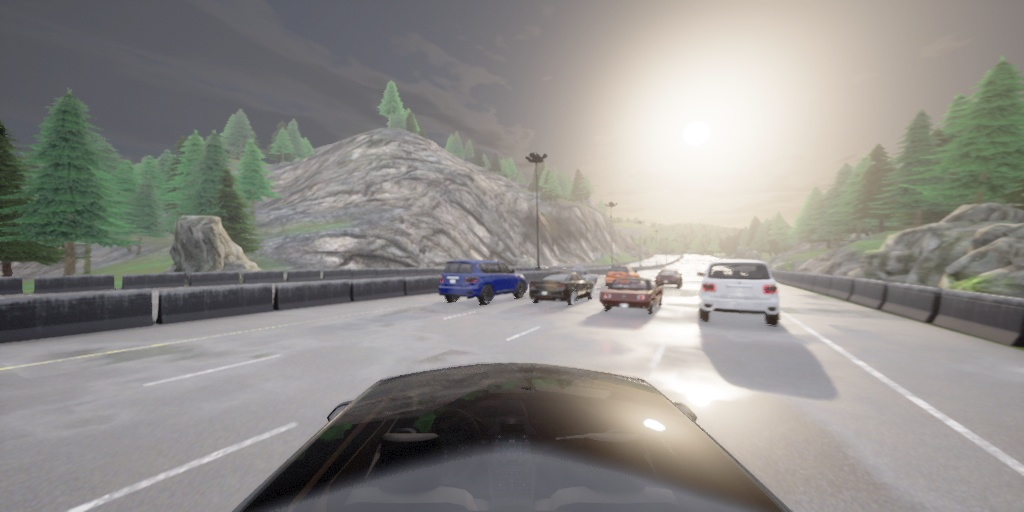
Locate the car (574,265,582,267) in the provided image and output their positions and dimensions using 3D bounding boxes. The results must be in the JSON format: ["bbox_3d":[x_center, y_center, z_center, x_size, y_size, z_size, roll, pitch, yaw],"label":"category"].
[{"bbox_3d":[11.681,2.399,64.028,1.882,1.535,5.008,0,-1,29],"label":"car"}]

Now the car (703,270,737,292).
[{"bbox_3d":[15.512,1.785,26.849,1.994,1.385,4.181,0,-1,29],"label":"car"}]

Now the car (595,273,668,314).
[{"bbox_3d":[5.182,1.566,15.099,1.895,1.301,4.718,0,-1,29],"label":"car"}]

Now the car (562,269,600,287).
[{"bbox_3d":[6.164,1.885,31.636,1.895,1.301,4.718,0,-1,29],"label":"car"}]

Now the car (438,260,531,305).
[{"bbox_3d":[-1.282,1.223,17.878,2.150,2.045,5.566,0,-1,29],"label":"car"}]

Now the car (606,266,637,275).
[{"bbox_3d":[9.322,1.616,30.115,2.097,1.767,4.553,0,-1,29],"label":"car"}]

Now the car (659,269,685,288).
[{"bbox_3d":[12.657,1.777,28.913,1.812,1.442,4.674,0,-1,29],"label":"car"}]

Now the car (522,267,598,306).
[{"bbox_3d":[2.598,1.483,17.659,1.882,1.535,5.008,0,-1,29],"label":"car"}]

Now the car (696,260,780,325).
[{"bbox_3d":[7.965,1.156,12.903,2.150,2.045,5.566,0,-1,29],"label":"car"}]
